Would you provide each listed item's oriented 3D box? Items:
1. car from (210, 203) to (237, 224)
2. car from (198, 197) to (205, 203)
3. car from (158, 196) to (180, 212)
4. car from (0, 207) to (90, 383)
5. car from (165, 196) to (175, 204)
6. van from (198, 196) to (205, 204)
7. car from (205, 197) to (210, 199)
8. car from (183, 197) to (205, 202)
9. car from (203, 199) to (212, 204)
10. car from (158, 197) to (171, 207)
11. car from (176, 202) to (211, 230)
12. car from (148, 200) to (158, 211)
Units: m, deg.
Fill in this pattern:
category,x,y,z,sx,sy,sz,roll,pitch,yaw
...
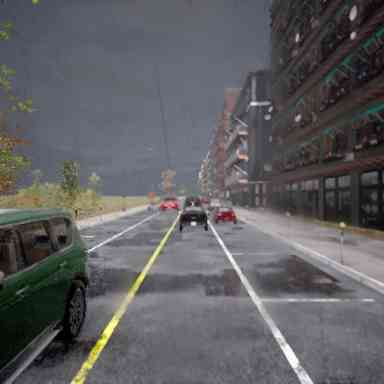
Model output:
category,x,y,z,sx,sy,sz,roll,pitch,yaw
car,2.578,1.810,26.484,1.802,1.307,4.206,1,0,0
car,2.591,2.238,93.022,1.967,1.590,4.097,1,0,0
car,-2.833,1.603,44.505,2.150,2.045,5.566,0,0,0
car,-2.850,1.254,3.670,2.150,2.045,5.566,0,0,0
car,-5.290,2.014,81.542,2.192,1.841,5.009,1,0,0
van,2.591,2.091,87.477,1.690,1.788,3.998,1,0,0
car,2.588,1.875,65.299,2.192,1.841,5.009,1,0,0
car,0.104,1.573,40.995,2.150,2.045,5.566,0,0,0
car,2.580,1.873,37.573,2.008,1.369,4.403,1,0,0
car,-5.293,1.872,64.934,2.192,1.841,5.009,1,0,0
car,0.104,1.701,22.724,1.837,1.490,4.892,0,0,0
car,-5.297,1.854,48.324,1.967,1.590,4.097,1,0,0
